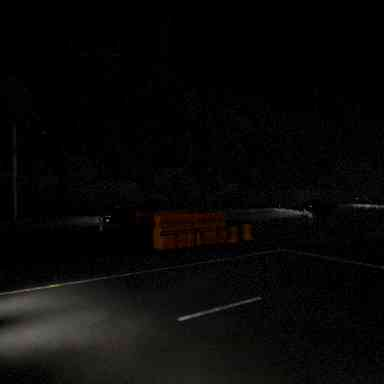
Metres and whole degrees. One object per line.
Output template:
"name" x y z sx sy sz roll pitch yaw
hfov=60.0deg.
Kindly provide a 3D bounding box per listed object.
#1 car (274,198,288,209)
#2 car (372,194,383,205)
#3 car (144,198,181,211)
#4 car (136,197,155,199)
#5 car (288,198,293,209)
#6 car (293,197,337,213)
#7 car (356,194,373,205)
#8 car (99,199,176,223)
"car" 12.829 1.469 43.262 4.718 1.301 1.895 0 0 -36
"car" 30.344 1.309 51.446 4.674 1.442 1.812 0 0 -35
"car" -3.424 1.514 27.353 5.357 1.411 2.033 0 0 -36
"car" -4.689 1.314 30.750 4.553 1.767 2.097 0 0 -36
"car" 14.176 1.350 39.923 5.008 1.535 1.882 0 0 -36
"car" 13.114 1.491 34.864 4.718 1.301 1.895 0 0 -36
"car" 28.908 1.132 54.708 4.553 1.767 2.097 0 0 -35
"car" -3.850 1.486 22.748 4.892 1.490 1.837 0 0 -36
